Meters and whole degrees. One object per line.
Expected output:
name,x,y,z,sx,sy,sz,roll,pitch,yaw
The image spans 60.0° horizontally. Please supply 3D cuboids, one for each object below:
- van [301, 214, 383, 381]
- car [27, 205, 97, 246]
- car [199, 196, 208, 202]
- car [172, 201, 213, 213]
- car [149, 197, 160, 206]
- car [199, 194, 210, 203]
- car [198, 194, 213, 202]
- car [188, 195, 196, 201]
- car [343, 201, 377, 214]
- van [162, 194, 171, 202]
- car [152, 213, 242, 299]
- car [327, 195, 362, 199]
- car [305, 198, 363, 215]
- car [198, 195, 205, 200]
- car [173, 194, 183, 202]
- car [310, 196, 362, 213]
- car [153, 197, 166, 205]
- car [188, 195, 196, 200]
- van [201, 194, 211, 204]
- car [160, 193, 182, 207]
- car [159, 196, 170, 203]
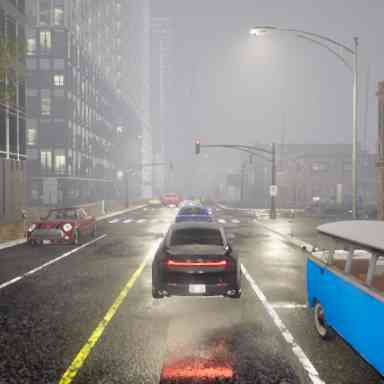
van,2.670,1.339,3.962,1.690,1.788,3.998,-1,0,0
car,-5.718,1.434,15.038,1.967,1.590,4.097,-1,0,0
car,2.609,1.555,75.515,1.802,1.307,4.206,-1,0,0
car,0.074,1.470,17.932,1.882,1.535,5.008,0,0,0
car,-5.889,1.505,52.816,1.752,1.417,4.829,-1,0,0
car,2.609,1.290,69.871,2.192,1.841,5.009,-1,0,0
car,2.622,1.418,58.583,1.967,1.590,4.097,-1,0,0
car,-0.074,1.471,79.510,1.837,1.490,4.892,0,0,0
car,16.389,1.789,29.930,4.313,1.339,1.947,1,0,1
van,-5.742,1.314,75.562,1.690,1.788,3.998,-1,0,0
car,0.090,1.501,8.445,1.837,1.490,4.892,0,0,0
car,15.516,1.345,35.721,5.566,2.045,2.150,1,1,1
car,13.621,1.648,32.575,4.902,1.511,2.128,0,1,1
car,2.593,1.519,92.447,2.008,1.369,4.403,-1,0,0
car,-3.068,1.329,72.980,2.097,1.767,4.553,0,0,0
car,16.490,1.406,38.306,5.009,1.841,2.192,1,0,1
car,-5.723,1.544,58.629,1.947,1.339,4.313,-1,0,0
car,-0.083,1.430,89.923,2.033,1.411,5.357,0,0,0
van,2.615,1.317,64.227,1.690,1.788,3.998,-1,0,0
car,-3.150,1.202,50.878,2.150,2.045,5.566,0,0,0
car,-5.733,1.540,69.918,1.947,1.339,4.313,-1,0,0
